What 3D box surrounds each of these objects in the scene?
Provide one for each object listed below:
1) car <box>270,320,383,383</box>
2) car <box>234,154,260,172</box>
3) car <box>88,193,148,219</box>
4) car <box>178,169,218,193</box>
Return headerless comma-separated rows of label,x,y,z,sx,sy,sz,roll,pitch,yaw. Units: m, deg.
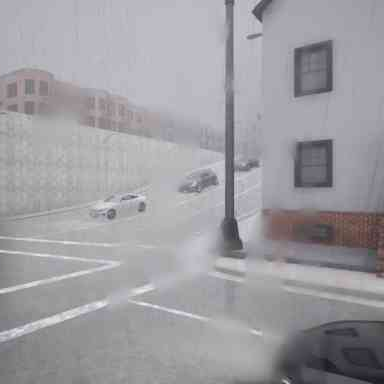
car,2.789,1.526,1.981,4.674,1.442,1.812,0,0,36
car,6.244,-3.502,39.341,2.097,1.767,4.553,0,14,35
car,-5.057,0.864,23.298,1.812,1.442,4.674,0,7,35
car,0.565,-1.125,31.326,2.097,1.767,4.553,0,13,34
